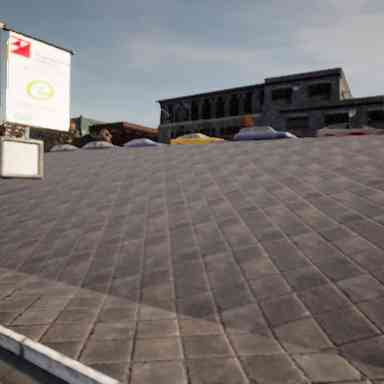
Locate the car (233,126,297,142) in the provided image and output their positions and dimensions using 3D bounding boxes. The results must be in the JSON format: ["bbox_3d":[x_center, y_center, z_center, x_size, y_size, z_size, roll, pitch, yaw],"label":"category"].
[{"bbox_3d":[5.285,-3.886,23.949,4.553,1.767,2.185,2,1,31],"label":"car"}]

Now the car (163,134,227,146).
[{"bbox_3d":[0.531,-3.905,26.765,5.008,1.535,2.097,2,1,32],"label":"car"}]

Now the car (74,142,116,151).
[{"bbox_3d":[-8.827,-4.189,32.721,4.892,1.521,2.231,2,1,34],"label":"car"}]

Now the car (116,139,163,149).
[{"bbox_3d":[-4.181,-4.009,29.693,4.674,1.452,2.002,2,1,33],"label":"car"}]

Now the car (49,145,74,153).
[{"bbox_3d":[-13.393,-4.311,35.820,4.892,1.521,2.231,1,1,34],"label":"car"}]

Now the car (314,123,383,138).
[{"bbox_3d":[10.276,-3.581,21.150,4.792,1.488,2.163,2,1,29],"label":"car"}]
